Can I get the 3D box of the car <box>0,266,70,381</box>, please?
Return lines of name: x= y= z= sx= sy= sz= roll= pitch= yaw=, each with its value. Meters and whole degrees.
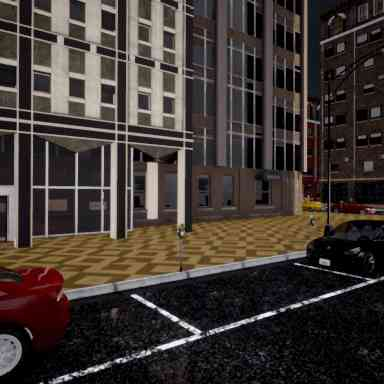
car: x=-3.808 y=1.545 z=3.837 sx=4.507 sy=1.381 sz=1.887 roll=0 pitch=0 yaw=-36

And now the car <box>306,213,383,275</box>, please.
car: x=5.441 y=1.567 z=10.462 sx=4.313 sy=1.339 sz=1.947 roll=0 pitch=0 yaw=-36

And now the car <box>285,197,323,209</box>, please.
car: x=15.563 y=1.500 z=46.369 sx=1.752 sy=1.417 sz=4.829 roll=0 pitch=0 yaw=-36

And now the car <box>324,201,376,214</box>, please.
car: x=15.480 y=1.535 z=32.142 sx=1.802 sy=1.307 sz=4.206 roll=0 pitch=0 yaw=-36

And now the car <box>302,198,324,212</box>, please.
car: x=12.271 y=1.467 z=36.600 sx=1.752 sy=1.417 sz=4.829 roll=0 pitch=0 yaw=-36
